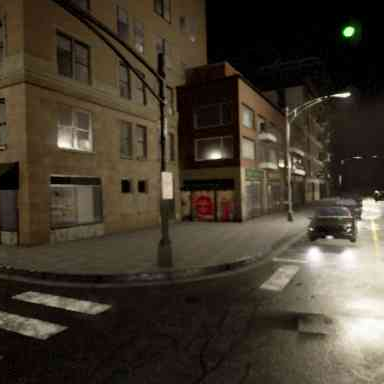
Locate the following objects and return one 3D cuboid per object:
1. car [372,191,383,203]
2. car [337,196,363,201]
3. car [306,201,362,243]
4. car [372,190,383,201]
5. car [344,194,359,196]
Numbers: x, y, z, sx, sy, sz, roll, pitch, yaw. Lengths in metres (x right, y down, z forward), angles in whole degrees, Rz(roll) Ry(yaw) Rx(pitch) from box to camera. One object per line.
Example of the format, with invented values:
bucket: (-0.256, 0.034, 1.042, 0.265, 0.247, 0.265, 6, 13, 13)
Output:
car: (25.494, 0.694, 44.563, 2.128, 1.511, 4.902, -2, 0, 28)
car: (11.160, 1.208, 24.065, 1.994, 1.385, 4.181, -2, 0, 28)
car: (6.563, 1.338, 15.280, 2.033, 1.411, 5.357, -2, 0, 28)
car: (30.296, 0.541, 53.745, 2.128, 1.511, 4.902, -2, 0, 28)
car: (15.955, 0.982, 33.213, 2.128, 1.511, 4.902, -2, 0, 28)
